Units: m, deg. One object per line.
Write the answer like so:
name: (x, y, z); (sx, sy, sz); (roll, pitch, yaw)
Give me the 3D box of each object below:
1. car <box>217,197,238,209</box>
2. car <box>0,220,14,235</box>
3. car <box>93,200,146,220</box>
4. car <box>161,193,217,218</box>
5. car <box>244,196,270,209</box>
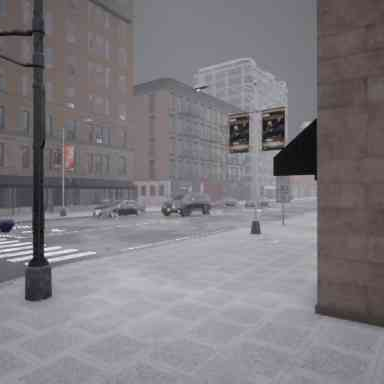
car: (4.020, 1.345, 41.728); (2.128, 1.511, 4.902); (0, 0, 36)
car: (-10.513, 1.577, 14.569); (1.895, 1.301, 4.718); (0, 0, 25)
car: (-5.928, 1.417, 27.711); (2.128, 1.511, 4.902); (0, 0, 35)
car: (-0.367, 1.116, 29.915); (2.150, 2.045, 5.566); (0, 1, 35)
car: (8.316, 1.338, 42.155); (1.837, 1.490, 4.892); (0, 0, 36)
